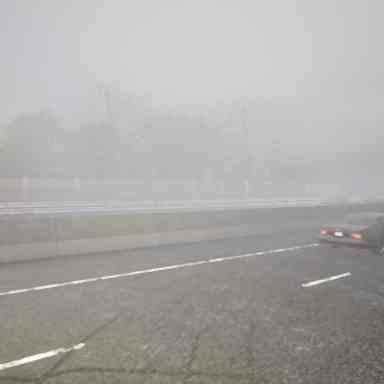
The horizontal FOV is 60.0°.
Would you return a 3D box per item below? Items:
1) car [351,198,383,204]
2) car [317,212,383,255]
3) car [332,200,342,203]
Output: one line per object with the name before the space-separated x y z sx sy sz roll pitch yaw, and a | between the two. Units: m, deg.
car | 18.088 1.379 33.969 4.892 1.490 1.837 0 0 -36
car | 7.213 1.526 13.186 5.357 1.411 2.033 0 0 -36
car | 16.055 1.168 36.818 4.181 1.385 1.994 0 0 -36
